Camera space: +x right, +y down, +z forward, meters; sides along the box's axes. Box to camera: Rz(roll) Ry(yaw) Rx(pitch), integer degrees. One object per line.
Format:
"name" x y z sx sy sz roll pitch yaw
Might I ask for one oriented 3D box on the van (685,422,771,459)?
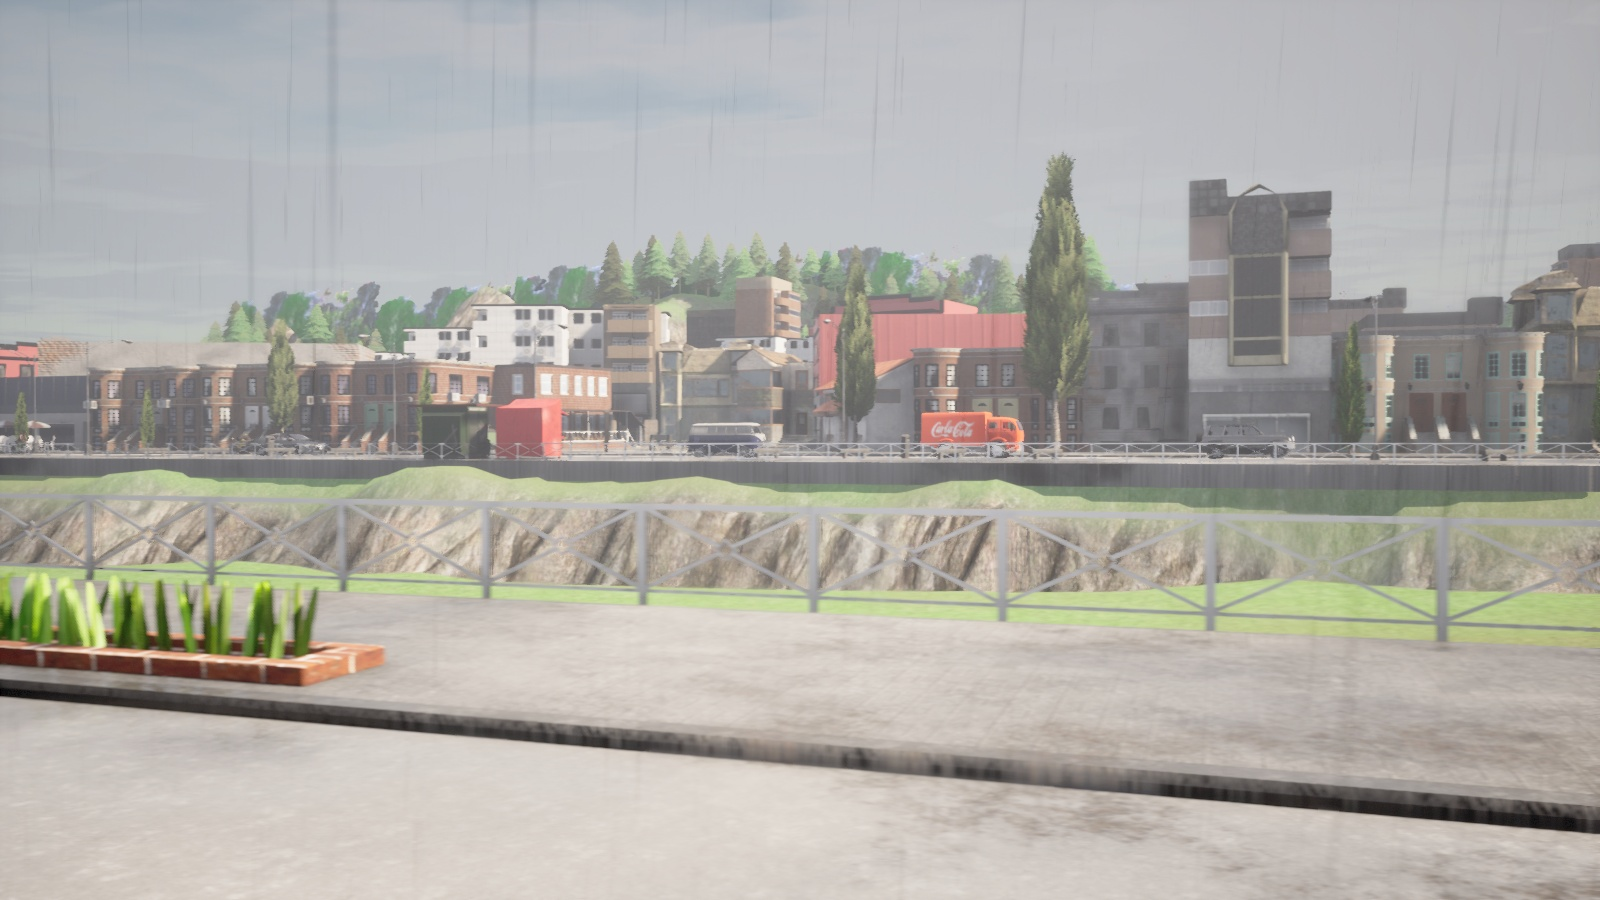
"van" -4.023 -0.560 70.173 4.442 1.987 1.775 1 1 19

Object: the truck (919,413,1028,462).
"truck" 9.106 -0.679 65.757 5.204 2.467 2.627 1 1 19

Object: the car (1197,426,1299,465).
"car" 21.890 -0.259 61.465 4.605 1.855 1.932 1 1 19

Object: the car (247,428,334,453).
"car" -32.316 -0.615 79.686 4.902 1.511 2.128 1 1 19

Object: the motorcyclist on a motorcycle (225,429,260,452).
"motorcyclist on a motorcycle" -38.140 -0.657 85.863 2.191 1.530 0.866 1 1 19
